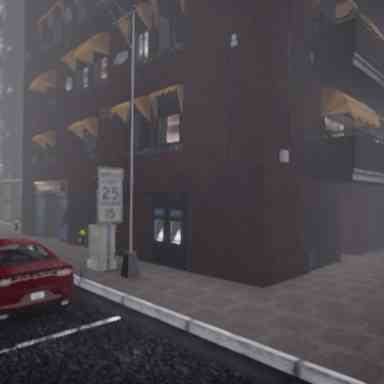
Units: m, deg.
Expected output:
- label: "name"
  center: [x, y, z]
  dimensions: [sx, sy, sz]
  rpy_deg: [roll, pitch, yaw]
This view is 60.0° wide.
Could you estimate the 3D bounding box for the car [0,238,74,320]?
- label: "car"
  center: [-4.226, 1.683, 7.338]
  dimensions: [1.887, 1.381, 4.507]
  rpy_deg: [0, -1, -44]
